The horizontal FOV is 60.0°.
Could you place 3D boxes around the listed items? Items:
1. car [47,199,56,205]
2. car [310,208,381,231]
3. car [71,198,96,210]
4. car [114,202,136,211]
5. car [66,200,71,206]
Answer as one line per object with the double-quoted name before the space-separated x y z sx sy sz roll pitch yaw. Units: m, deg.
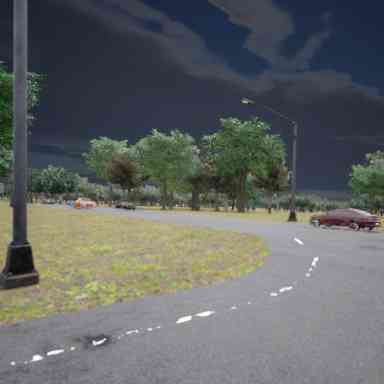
"car" -33.400 2.372 79.097 1.837 1.490 4.892 4 -3 -28
"car" 10.472 1.865 23.038 1.812 1.442 4.674 4 -3 -35
"car" -15.442 1.611 48.068 2.097 1.767 4.553 4 -3 -35
"car" -10.895 2.298 53.730 1.895 1.301 4.718 4 -3 -35
"car" -28.236 2.603 78.652 2.033 1.411 5.357 4 -3 -35
